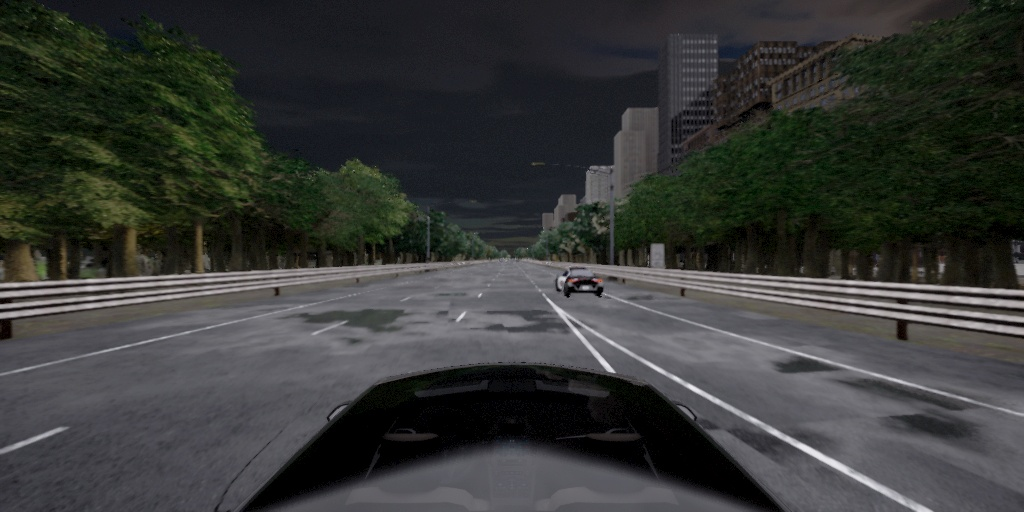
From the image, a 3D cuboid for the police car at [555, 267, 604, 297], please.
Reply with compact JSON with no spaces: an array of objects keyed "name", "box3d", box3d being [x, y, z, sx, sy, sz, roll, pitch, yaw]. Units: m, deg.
[{"name":"police car","box3d":[3.626,1.410,20.178,2.038,1.542,4.974,0,-1,-1]}]
